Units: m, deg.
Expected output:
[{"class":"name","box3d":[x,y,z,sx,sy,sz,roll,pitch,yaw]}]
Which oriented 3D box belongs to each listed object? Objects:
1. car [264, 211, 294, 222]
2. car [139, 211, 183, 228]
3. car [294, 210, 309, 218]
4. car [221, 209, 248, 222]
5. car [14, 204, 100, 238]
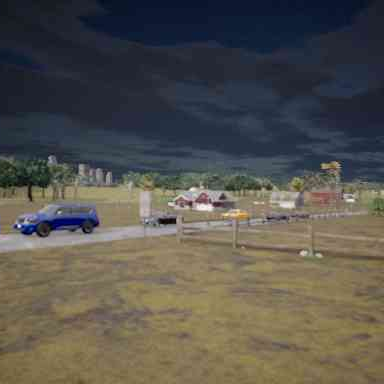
[{"class":"car","box3d":[11.887,3.334,46.400,2.033,1.411,5.357,0,-2,36]},{"class":"car","box3d":[-2.810,2.474,30.841,2.128,1.511,4.902,0,-2,36]},{"class":"car","box3d":[17.614,3.701,54.497,2.033,1.411,5.357,0,-2,36]},{"class":"car","box3d":[5.501,2.987,42.430,1.882,1.535,5.008,0,-2,36]},{"class":"car","box3d":[-8.838,1.826,22.372,2.150,2.045,5.566,1,-2,35]}]
